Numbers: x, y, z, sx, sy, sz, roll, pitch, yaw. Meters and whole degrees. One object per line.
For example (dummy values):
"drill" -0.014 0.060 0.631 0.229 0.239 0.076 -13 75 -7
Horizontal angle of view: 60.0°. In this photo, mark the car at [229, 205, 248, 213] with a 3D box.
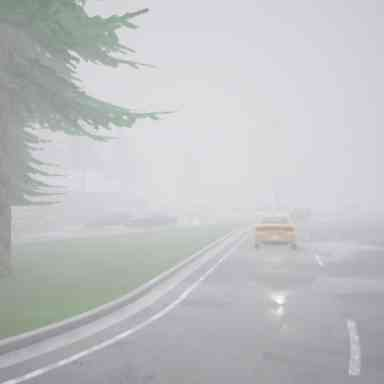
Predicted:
"car" 8.611 3.017 61.216 2.033 1.411 5.357 -2 -2 29

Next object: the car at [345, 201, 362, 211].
"car" 27.092 2.486 56.198 1.812 1.442 4.674 -2 -2 29

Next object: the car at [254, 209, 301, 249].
"car" 4.244 1.849 16.709 1.882 1.535 5.008 -2 -2 16

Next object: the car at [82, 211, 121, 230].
"car" -7.215 2.430 29.356 2.128 1.511 4.902 -3 -2 44

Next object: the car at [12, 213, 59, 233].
"car" -13.690 2.506 27.683 1.882 1.535 5.008 -3 -2 45

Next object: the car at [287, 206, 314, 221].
"car" 11.736 2.313 35.197 1.895 1.301 4.718 -2 -2 27

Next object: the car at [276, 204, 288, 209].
"car" 16.973 2.889 61.890 1.994 1.385 4.181 -2 -2 29

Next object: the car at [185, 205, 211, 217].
"car" 0.844 2.605 47.193 2.097 1.767 4.553 -2 -2 29

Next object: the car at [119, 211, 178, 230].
"car" -3.463 2.436 28.219 1.895 1.301 4.718 -3 -2 42

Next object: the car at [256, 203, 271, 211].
"car" 13.547 2.908 62.936 2.128 1.511 4.902 -2 -2 29
